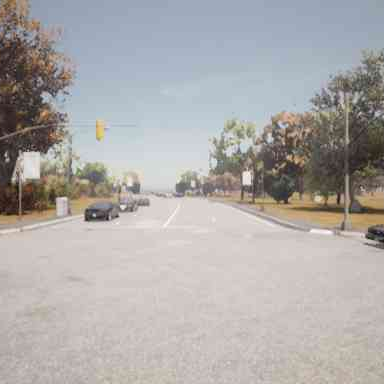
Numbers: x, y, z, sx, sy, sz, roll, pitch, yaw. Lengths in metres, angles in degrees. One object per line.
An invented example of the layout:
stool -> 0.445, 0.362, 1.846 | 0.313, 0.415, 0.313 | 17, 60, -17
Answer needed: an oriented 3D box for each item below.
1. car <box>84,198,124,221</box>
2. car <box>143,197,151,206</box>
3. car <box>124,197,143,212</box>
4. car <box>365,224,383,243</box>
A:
car -> -7.103, 1.421, 26.712 | 1.882, 1.535, 5.008 | 0, 0, 0
car -> -7.271, 1.403, 49.270 | 1.994, 1.385, 4.181 | 0, 0, -2
car -> -7.126, 1.404, 36.729 | 2.128, 1.511, 4.902 | 0, 0, 0
car -> 9.986, 1.520, 13.403 | 5.357, 1.411, 2.033 | 0, 0, -3
